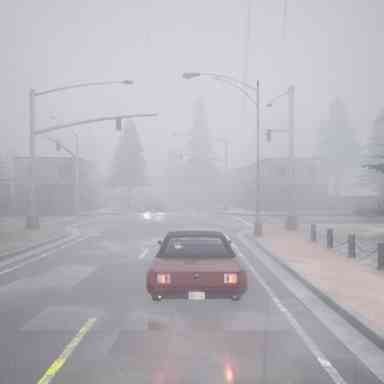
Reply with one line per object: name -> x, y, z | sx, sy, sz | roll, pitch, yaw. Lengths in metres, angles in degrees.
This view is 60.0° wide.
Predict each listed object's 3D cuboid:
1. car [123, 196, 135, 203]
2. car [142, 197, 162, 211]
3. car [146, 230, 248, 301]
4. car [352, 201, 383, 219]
car -> -13.498, 1.510, 69.976 | 1.994, 1.385, 4.181 | 0, 0, -31
car -> -4.472, 1.564, 39.201 | 1.895, 1.301, 4.718 | 0, 0, -3
car -> 0.071, 1.600, 8.268 | 1.895, 1.301, 4.718 | 0, 0, -1
car -> 16.068, 1.474, 27.923 | 4.902, 1.511, 2.128 | 0, 0, 2
